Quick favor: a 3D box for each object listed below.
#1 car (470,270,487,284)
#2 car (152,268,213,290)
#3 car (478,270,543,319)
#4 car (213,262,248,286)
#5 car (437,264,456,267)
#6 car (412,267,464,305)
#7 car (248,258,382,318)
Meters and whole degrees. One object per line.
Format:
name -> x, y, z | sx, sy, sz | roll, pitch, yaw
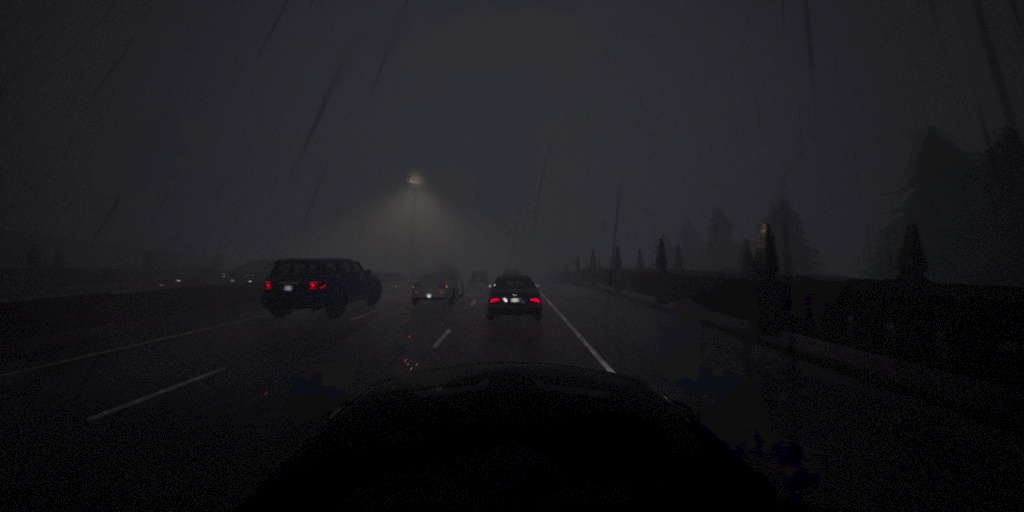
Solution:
car -> -3.469, 2.330, 39.420 | 1.837, 1.490, 4.892 | 0, -5, 0
car -> -21.087, 1.543, 23.931 | 1.812, 1.442, 4.674 | 0, -2, 0
car -> 0.082, 1.405, 13.304 | 2.033, 1.411, 5.357 | 0, -1, 0
car -> -17.574, 1.275, 25.343 | 2.150, 2.045, 5.566 | 0, -2, 0
car -> -6.968, 2.010, 38.910 | 2.150, 2.045, 5.566 | 0, -5, 0
car -> -3.425, 1.422, 17.076 | 1.812, 1.442, 4.674 | 0, 0, 0
car -> -6.920, 1.094, 13.758 | 2.150, 2.045, 5.566 | 0, 0, 0
